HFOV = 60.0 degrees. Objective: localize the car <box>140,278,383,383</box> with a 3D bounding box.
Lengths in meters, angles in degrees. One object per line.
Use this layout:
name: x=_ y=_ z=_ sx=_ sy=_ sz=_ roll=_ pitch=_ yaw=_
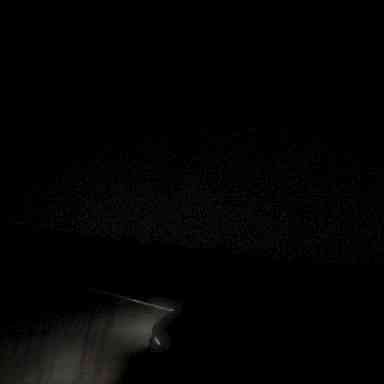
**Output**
car: x=1.657 y=1.526 z=2.814 sx=4.674 sy=1.442 sz=1.812 roll=0 pitch=0 yaw=35
